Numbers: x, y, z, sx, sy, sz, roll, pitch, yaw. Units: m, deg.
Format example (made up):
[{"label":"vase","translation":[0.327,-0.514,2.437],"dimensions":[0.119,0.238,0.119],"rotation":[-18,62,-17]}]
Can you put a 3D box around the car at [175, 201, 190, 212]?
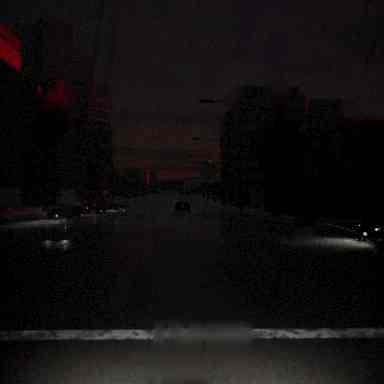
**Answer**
[{"label":"car","translation":[-1.263,1.923,45.152],"dimensions":[1.994,1.385,4.181],"rotation":[0,-1,-2]}]

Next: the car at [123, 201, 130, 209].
[{"label":"car","translation":[-12.435,2.286,59.514],"dimensions":[1.895,1.301,4.718],"rotation":[0,-1,-2]}]

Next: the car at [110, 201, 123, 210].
[{"label":"car","translation":[-12.085,2.033,49.630],"dimensions":[1.994,1.385,4.181],"rotation":[0,-1,-1]}]

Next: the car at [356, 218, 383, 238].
[{"label":"car","translation":[10.449,1.428,15.036],"dimensions":[5.357,1.411,2.033],"rotation":[-2,0,-1]}]

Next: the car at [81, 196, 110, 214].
[{"label":"car","translation":[-11.762,1.475,39.735],"dimensions":[2.150,2.045,5.566],"rotation":[0,-1,-2]}]

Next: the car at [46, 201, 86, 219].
[{"label":"car","translation":[-11.400,1.703,30.039],"dimensions":[1.895,1.301,4.718],"rotation":[0,-1,-2]}]
